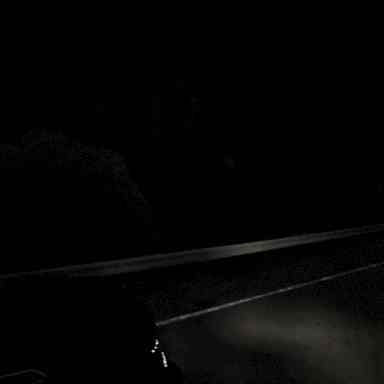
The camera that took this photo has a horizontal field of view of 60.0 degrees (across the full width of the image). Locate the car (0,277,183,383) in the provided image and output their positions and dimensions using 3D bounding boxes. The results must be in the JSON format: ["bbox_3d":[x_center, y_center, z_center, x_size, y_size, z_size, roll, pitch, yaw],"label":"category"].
[{"bbox_3d":[-2.733,1.230,1.796,5.566,2.045,2.150,-1,0,-36],"label":"car"}]
